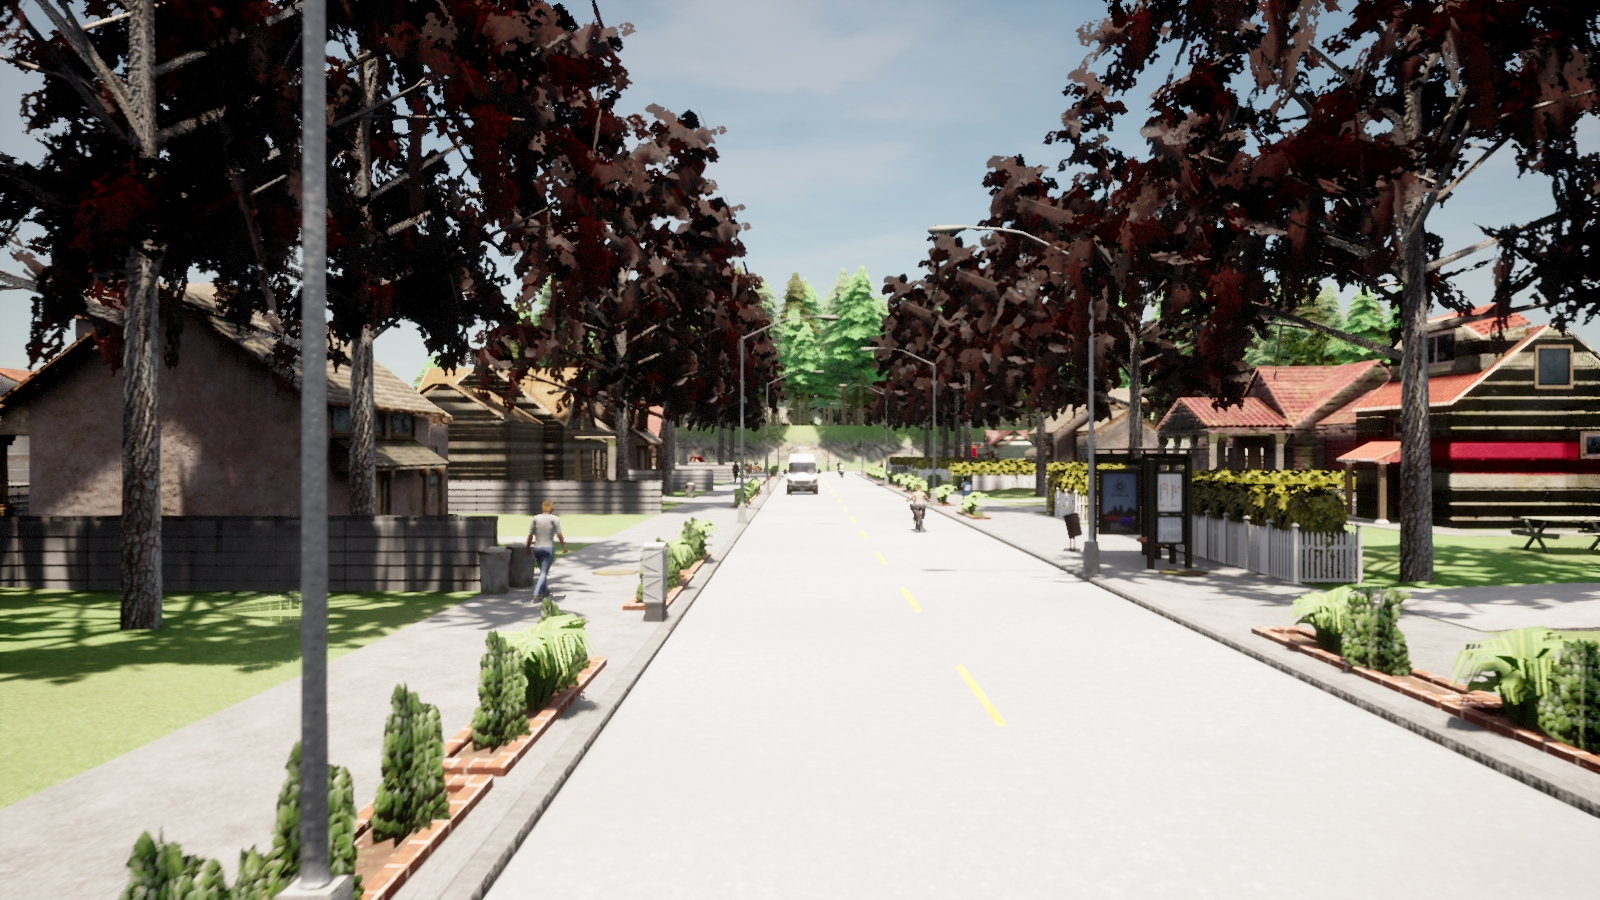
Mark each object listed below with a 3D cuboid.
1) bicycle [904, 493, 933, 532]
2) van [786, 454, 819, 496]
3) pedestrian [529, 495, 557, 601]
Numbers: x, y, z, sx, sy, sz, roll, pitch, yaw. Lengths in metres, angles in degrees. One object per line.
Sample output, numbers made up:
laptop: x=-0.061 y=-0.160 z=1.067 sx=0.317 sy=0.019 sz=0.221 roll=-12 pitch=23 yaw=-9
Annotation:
bicycle: x=4.097 y=2.159 z=39.523 sx=0.859 sy=1.276 sz=1.487 roll=0 pitch=0 yaw=0
van: x=0.151 y=1.536 z=72.352 sx=1.988 sy=2.561 sz=5.915 roll=0 pitch=0 yaw=0
pedestrian: x=-4.590 y=1.743 z=20.410 sx=0.375 sy=1.860 sz=0.375 roll=0 pitch=0 yaw=11
